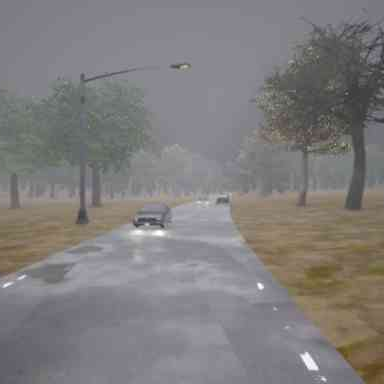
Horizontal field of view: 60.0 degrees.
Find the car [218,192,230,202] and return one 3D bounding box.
[{"bbox_3d":[5.999,0.921,61.954,2.097,1.767,4.553,0,0,7],"label":"car"}]

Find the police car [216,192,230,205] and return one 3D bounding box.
[{"bbox_3d":[4.826,1.069,52.162,1.930,1.638,5.238,0,0,7],"label":"police car"}]

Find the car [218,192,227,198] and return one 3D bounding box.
[{"bbox_3d":[7.893,0.789,86.016,2.128,1.511,4.902,0,0,7],"label":"car"}]

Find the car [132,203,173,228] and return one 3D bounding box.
[{"bbox_3d":[-2.353,1.422,21.291,2.033,1.411,5.357,0,0,4],"label":"car"}]

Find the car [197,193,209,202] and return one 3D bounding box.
[{"bbox_3d":[2.154,1.053,62.825,1.837,1.490,4.892,0,1,7],"label":"car"}]
